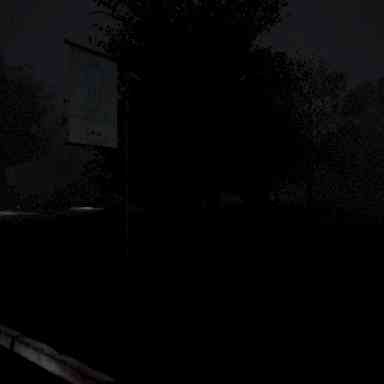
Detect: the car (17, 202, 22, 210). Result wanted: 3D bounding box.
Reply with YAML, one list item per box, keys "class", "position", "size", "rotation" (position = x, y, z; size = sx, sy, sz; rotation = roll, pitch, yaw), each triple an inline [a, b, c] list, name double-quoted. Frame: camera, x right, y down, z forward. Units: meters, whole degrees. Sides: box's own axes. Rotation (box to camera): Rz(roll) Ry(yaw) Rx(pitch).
- class: "car"
  position: [-18.976, 1.484, 41.176]
  size: [2.128, 1.511, 4.902]
  rotation: [0, 0, 39]

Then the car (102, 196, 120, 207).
- class: "car"
  position: [-9.568, 1.180, 47.453]
  size: [2.150, 2.045, 5.566]
  rotation: [0, 0, 38]

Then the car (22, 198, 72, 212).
- class: "car"
  position: [-16.512, 1.470, 38.652]
  size: [1.882, 1.535, 5.008]
  rotation: [0, 0, 39]

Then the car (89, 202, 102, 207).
- class: "car"
  position: [-12.522, 1.508, 49.343]
  size: [2.033, 1.411, 5.357]
  rotation: [0, 0, 38]
